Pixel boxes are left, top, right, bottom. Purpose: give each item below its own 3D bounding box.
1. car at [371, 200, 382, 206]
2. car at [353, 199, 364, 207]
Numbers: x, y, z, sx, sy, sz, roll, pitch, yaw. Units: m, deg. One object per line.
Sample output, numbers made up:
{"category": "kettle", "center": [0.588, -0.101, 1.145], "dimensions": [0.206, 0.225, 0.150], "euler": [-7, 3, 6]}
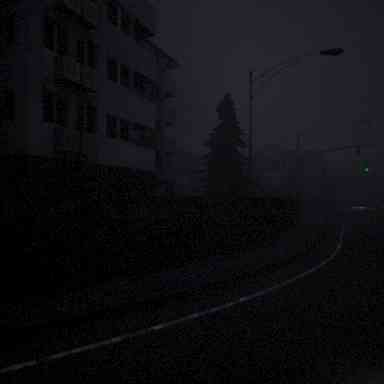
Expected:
{"category": "car", "center": [38.806, 2.307, 69.970], "dimensions": [1.994, 1.385, 4.181], "euler": [0, 0, 26]}
{"category": "car", "center": [32.561, 2.210, 65.030], "dimensions": [2.128, 1.511, 4.902], "euler": [0, 0, 26]}
